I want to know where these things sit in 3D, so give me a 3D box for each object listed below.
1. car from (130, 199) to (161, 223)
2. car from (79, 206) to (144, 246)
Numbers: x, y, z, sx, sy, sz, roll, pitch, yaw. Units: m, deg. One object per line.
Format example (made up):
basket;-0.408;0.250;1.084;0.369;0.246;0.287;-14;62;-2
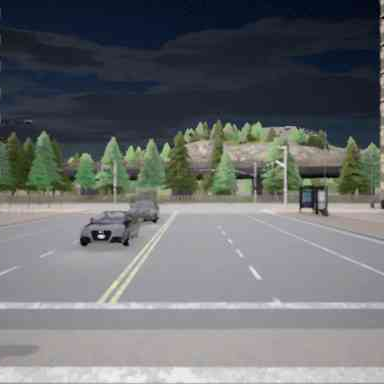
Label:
car;-3.583;1.360;25.423;2.097;1.767;4.553;0;0;-1
car;-3.593;1.569;15.158;1.994;1.385;4.181;0;0;0
